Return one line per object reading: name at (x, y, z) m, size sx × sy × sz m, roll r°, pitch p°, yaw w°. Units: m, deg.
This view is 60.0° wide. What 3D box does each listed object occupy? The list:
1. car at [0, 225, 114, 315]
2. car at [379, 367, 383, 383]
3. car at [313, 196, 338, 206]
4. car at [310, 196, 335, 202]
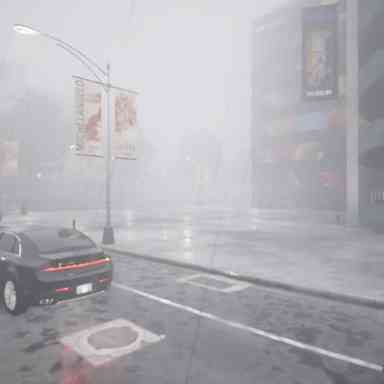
car at (-3.754, 1.523, 7.720) m, size 4.892 × 1.490 × 1.837 m, roll 0°, pitch 0°, yaw 42°
car at (3.821, 1.543, 1.402) m, size 5.357 × 1.411 × 2.033 m, roll 0°, pitch 0°, yaw 32°
car at (21.702, 1.461, 53.940) m, size 2.161 × 1.482 × 4.786 m, roll 0°, pitch 0°, yaw 43°
car at (16.320, 1.358, 42.244) m, size 2.002 × 1.452 × 4.674 m, roll 0°, pitch 0°, yaw 43°
